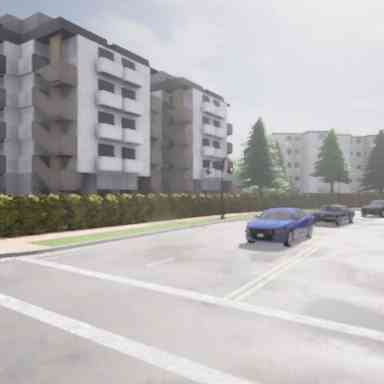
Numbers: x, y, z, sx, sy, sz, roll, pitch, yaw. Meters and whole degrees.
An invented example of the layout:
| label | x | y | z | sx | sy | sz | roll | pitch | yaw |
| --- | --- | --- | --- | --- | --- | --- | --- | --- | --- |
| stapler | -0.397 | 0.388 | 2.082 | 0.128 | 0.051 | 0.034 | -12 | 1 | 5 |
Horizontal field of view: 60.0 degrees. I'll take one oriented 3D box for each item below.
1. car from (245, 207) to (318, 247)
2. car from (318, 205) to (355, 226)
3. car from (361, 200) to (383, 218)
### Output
| label | x | y | z | sx | sy | sz | roll | pitch | yaw |
| --- | --- | --- | --- | --- | --- | --- | --- | --- | --- |
| car | 4.131 | 1.466 | 15.392 | 1.882 | 1.535 | 5.008 | 0 | 0 | 34 |
| car | 9.881 | 1.589 | 23.392 | 1.895 | 1.301 | 4.718 | 0 | 0 | 39 |
| car | 17.470 | 1.470 | 30.652 | 5.008 | 1.535 | 1.882 | 0 | 0 | -36 |
